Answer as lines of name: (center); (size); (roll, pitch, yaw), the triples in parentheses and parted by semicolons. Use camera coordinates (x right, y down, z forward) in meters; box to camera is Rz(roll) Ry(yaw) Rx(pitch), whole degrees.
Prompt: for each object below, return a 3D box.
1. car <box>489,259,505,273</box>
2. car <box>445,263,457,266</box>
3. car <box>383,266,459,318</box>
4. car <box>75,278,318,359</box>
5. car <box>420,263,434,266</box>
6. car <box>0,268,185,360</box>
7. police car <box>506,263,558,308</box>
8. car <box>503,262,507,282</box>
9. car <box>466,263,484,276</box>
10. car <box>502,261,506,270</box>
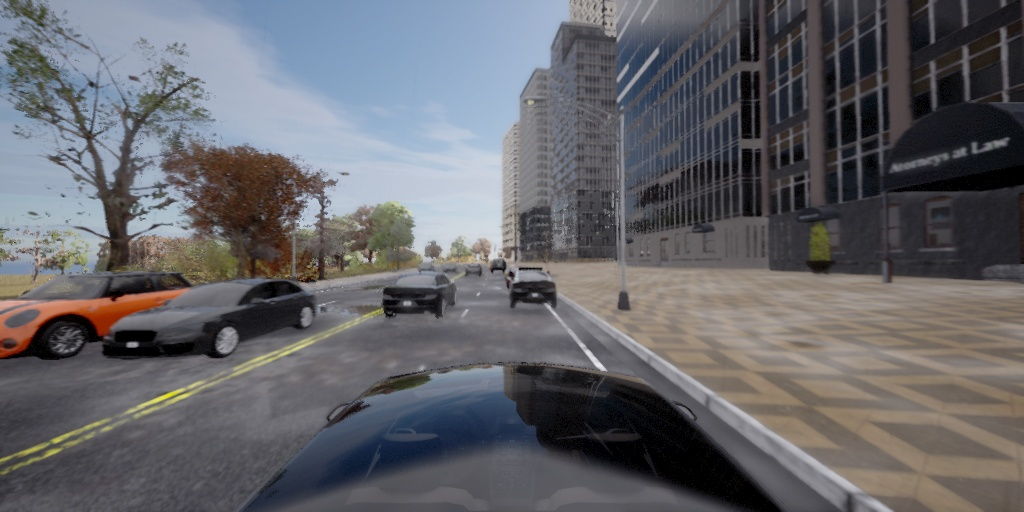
car: (-1.895, 1.390, 50.950); (2.150, 2.045, 5.566); (0, -1, -4)
car: (-8.354, 1.661, 49.012); (1.837, 1.490, 4.892); (0, -1, -4)
car: (-3.275, 1.325, 13.549); (1.882, 1.535, 5.008); (0, 0, -1)
car: (-6.655, 1.320, 8.692); (1.837, 1.490, 4.892); (0, 0, -1)
car: (-11.591, 1.661, 48.703); (1.837, 1.490, 4.892); (0, -1, -4)
car: (-9.902, 1.171, 8.530); (2.097, 1.767, 4.553); (0, 0, -1)
police car: (0.822, 1.287, 16.131); (1.930, 1.638, 5.238); (0, 0, -1)
car: (0.520, 1.420, 26.109); (1.882, 1.535, 5.008); (0, 0, -2)
car: (-4.474, 1.584, 42.650); (2.128, 1.511, 4.902); (0, -1, -4)
car: (0.251, 1.450, 32.350); (1.801, 1.575, 5.366); (0, 0, -3)
